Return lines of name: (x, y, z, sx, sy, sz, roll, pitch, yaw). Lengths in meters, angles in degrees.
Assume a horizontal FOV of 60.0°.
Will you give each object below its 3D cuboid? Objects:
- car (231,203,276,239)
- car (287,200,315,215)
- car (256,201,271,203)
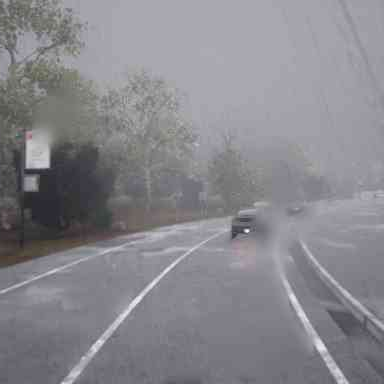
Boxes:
car: (3.300, 1.551, 17.778, 1.837, 1.490, 4.892, -2, -1, 18)
car: (11.100, 1.541, 33.755, 1.994, 1.385, 4.181, -3, -1, 32)
car: (7.191, 1.680, 34.131, 1.812, 1.442, 4.674, -3, -1, 32)
